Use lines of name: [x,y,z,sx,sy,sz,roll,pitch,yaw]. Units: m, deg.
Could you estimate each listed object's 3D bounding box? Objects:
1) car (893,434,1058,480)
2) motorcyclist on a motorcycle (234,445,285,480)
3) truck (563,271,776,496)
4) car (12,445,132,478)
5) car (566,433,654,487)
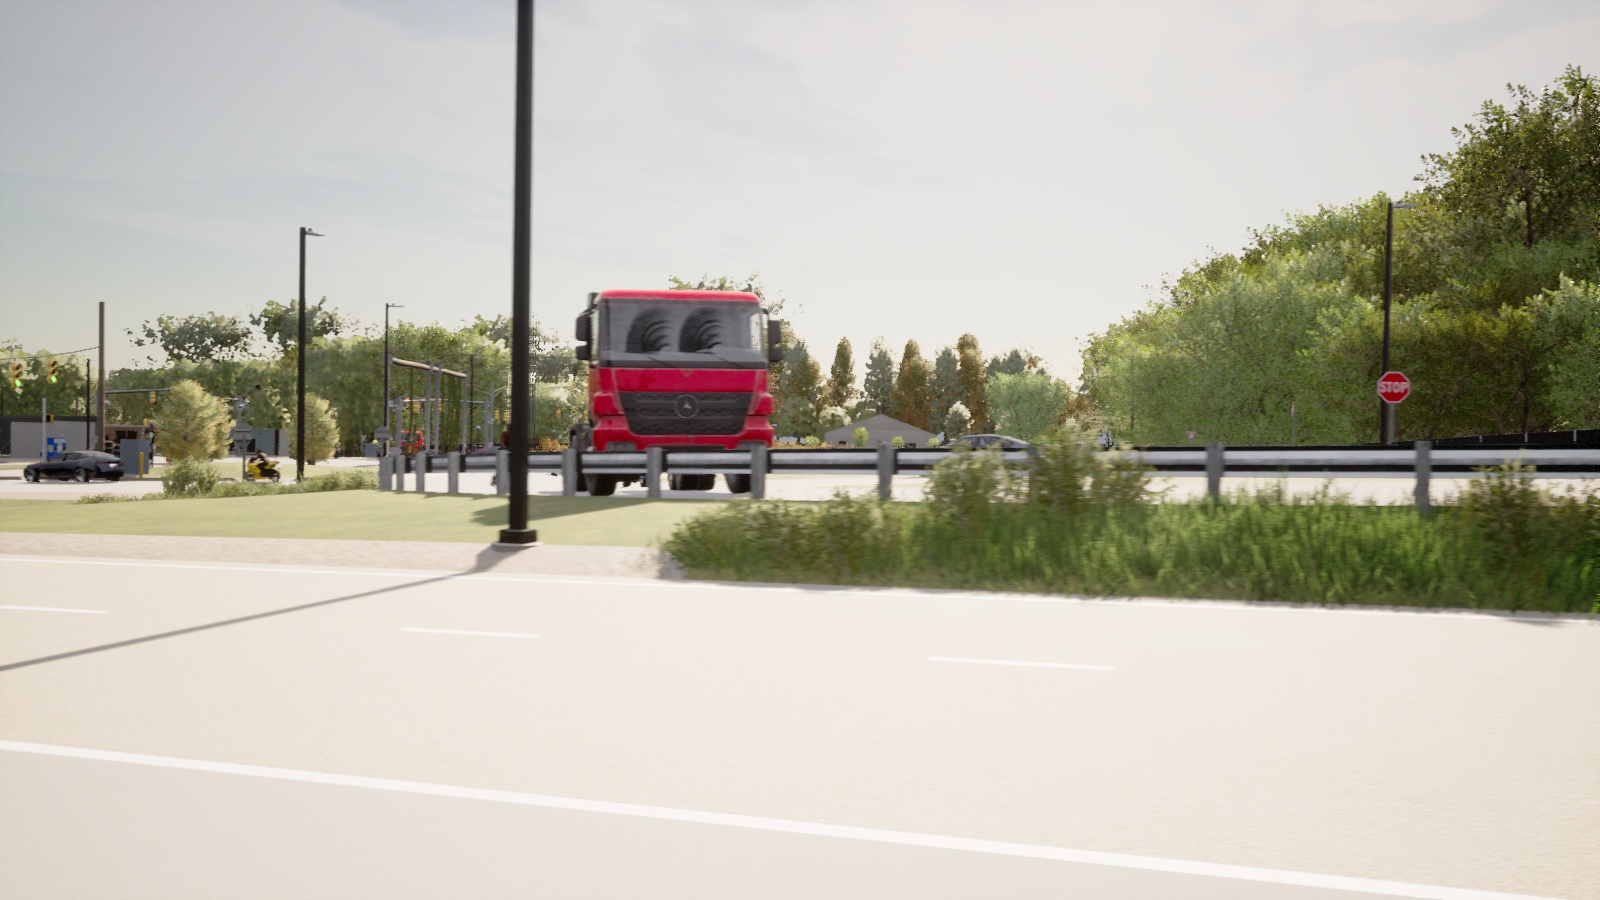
car: [6.110,0.233,43.655,5.357,1.411,2.033,-2,0,19]
motorcyclist on a motorcycle: [-23.863,0.528,55.424,2.044,1.523,0.797,0,1,20]
truck: [-2.735,-0.959,23.435,2.891,3.462,7.936,0,-1,-14]
car: [-34.066,0.520,58.790,4.792,1.488,2.163,0,1,18]
car: [-5.939,0.342,38.769,1.882,1.535,5.008,1,-2,-18]
